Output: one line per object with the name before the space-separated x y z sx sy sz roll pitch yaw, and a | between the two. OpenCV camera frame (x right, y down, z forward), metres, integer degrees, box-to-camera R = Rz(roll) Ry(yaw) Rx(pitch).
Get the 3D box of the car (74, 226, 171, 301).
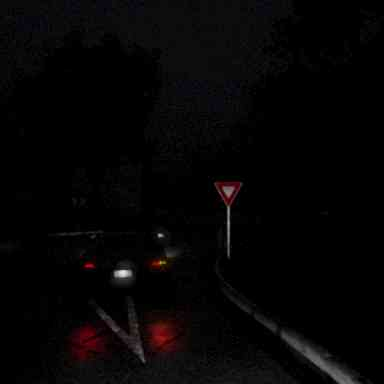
car | -1.641 1.559 8.434 1.994 1.385 4.181 0 0 -9
